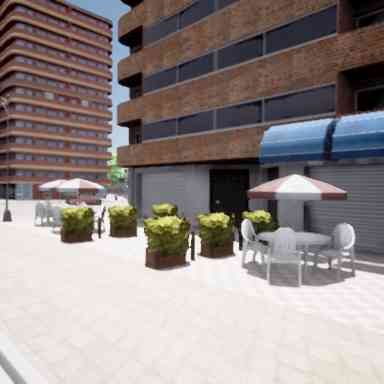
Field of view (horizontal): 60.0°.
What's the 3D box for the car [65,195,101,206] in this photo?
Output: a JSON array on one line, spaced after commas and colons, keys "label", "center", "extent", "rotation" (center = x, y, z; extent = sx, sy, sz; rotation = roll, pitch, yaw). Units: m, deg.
[{"label": "car", "center": [-13.299, 1.009, 40.694], "extent": [4.181, 1.385, 1.994], "rotation": [0, 1, -44]}]
